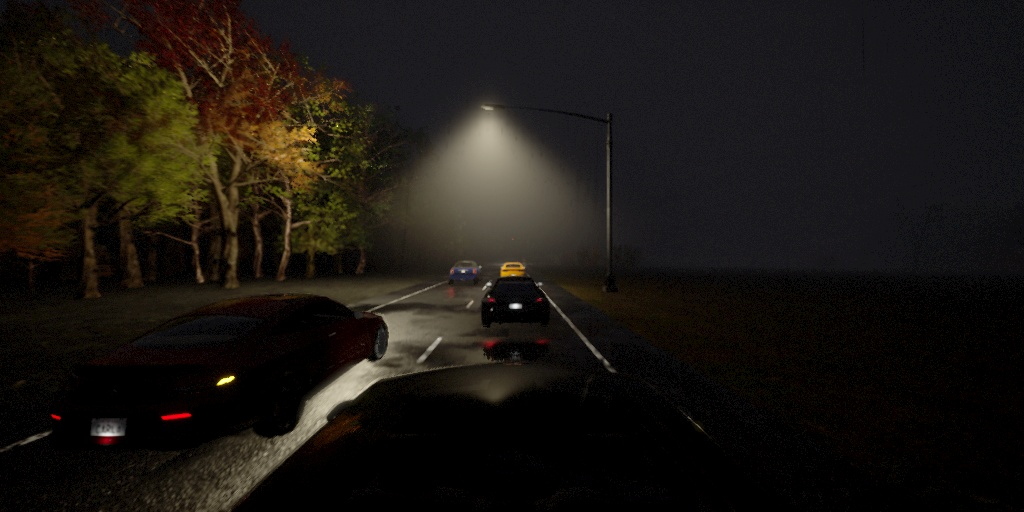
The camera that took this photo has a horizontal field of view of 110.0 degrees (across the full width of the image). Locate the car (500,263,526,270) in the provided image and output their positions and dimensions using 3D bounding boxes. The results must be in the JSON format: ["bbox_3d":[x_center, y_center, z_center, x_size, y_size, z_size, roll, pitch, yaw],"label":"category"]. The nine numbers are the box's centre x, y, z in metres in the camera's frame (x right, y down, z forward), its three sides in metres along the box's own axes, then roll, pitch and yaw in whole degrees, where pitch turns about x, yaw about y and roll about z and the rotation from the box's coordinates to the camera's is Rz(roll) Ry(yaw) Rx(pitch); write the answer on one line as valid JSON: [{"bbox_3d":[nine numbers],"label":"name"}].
[{"bbox_3d":[0.086,1.274,29.124,1.882,1.535,5.008,0,0,0],"label":"car"}]

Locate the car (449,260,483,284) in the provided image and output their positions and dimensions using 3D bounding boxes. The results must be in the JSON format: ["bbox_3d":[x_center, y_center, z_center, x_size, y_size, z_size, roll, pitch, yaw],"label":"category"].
[{"bbox_3d":[-3.413,1.145,27.199,2.097,1.767,4.553,0,0,0],"label":"car"}]

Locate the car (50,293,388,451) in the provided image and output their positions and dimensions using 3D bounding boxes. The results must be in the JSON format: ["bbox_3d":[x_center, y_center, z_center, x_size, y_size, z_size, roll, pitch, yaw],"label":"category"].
[{"bbox_3d":[-3.401,1.282,5.325,1.812,1.442,4.674,0,0,0],"label":"car"}]

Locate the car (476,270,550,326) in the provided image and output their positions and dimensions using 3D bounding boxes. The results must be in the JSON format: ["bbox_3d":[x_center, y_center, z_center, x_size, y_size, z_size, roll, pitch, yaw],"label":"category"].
[{"bbox_3d":[0.095,1.332,11.707,1.994,1.385,4.181,0,0,0],"label":"car"}]
